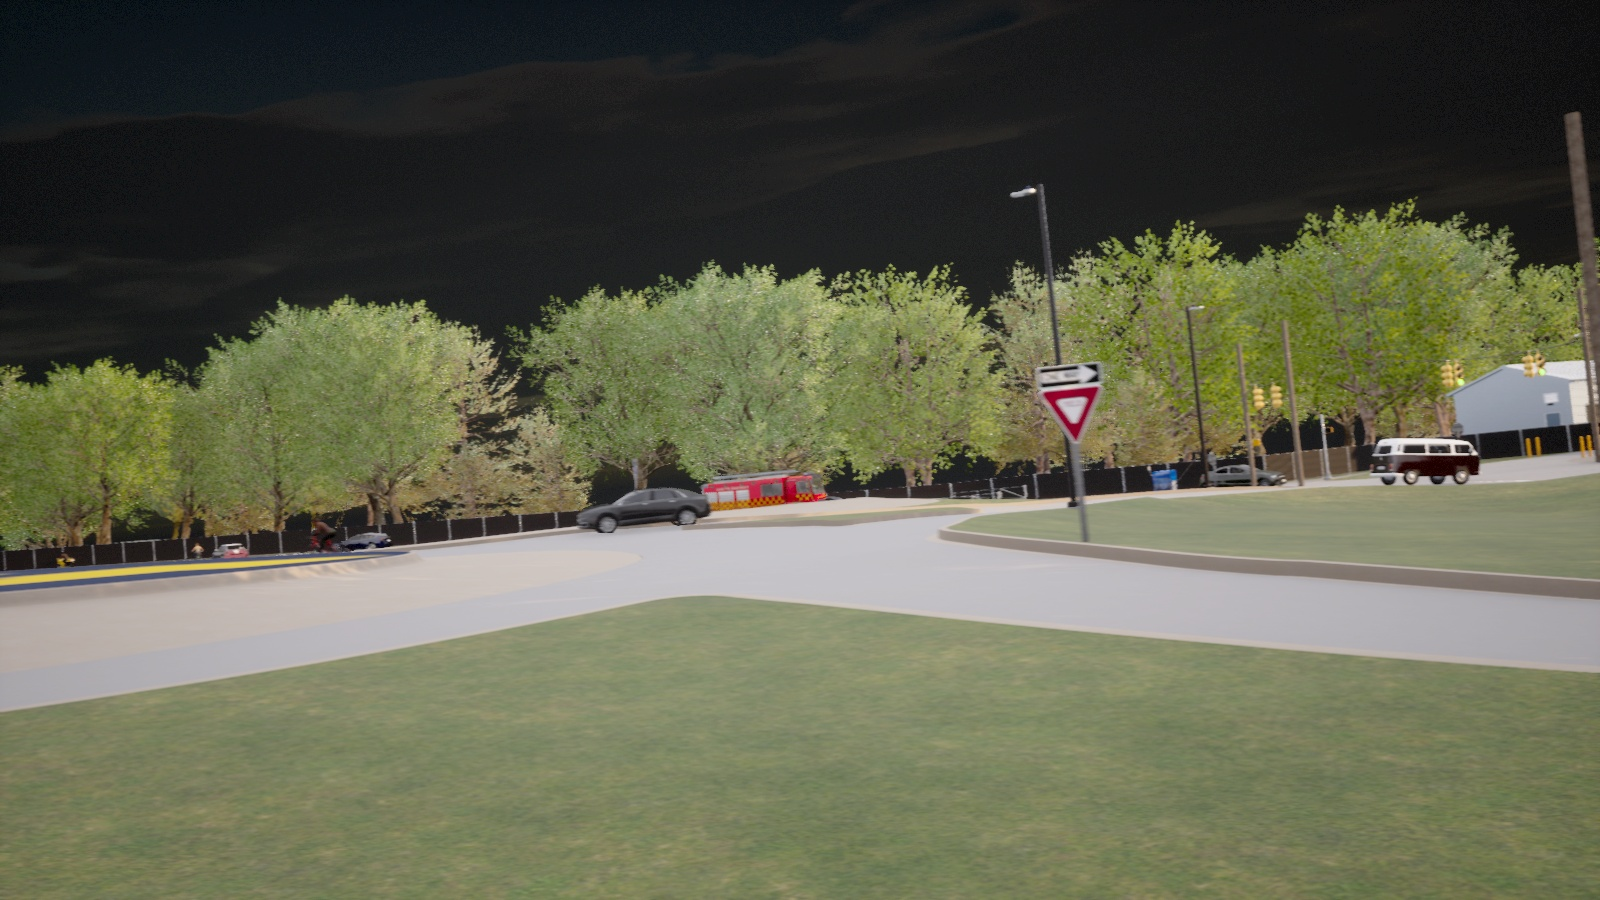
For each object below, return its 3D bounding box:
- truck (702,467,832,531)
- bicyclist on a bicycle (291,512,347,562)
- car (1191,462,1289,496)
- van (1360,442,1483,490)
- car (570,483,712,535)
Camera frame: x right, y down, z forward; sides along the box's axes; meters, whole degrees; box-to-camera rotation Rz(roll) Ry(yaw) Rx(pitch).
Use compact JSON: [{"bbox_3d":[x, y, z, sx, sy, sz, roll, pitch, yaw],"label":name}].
[{"bbox_3d":[-2.312,3.476,89.334,8.468,3.827,2.891,-5,0,15],"label":"truck"},{"bbox_3d":[-17.548,3.166,45.828,1.656,1.620,0.582,-6,-1,3],"label":"bicyclist on a bicycle"},{"bbox_3d":[26.616,1.776,76.023,5.027,1.651,2.152,-5,0,40],"label":"car"},{"bbox_3d":[27.351,0.742,55.289,4.480,2.038,2.069,0,-2,-11],"label":"van"},{"bbox_3d":[-5.824,2.134,45.857,4.892,1.490,1.837,-4,-1,-15],"label":"car"}]
